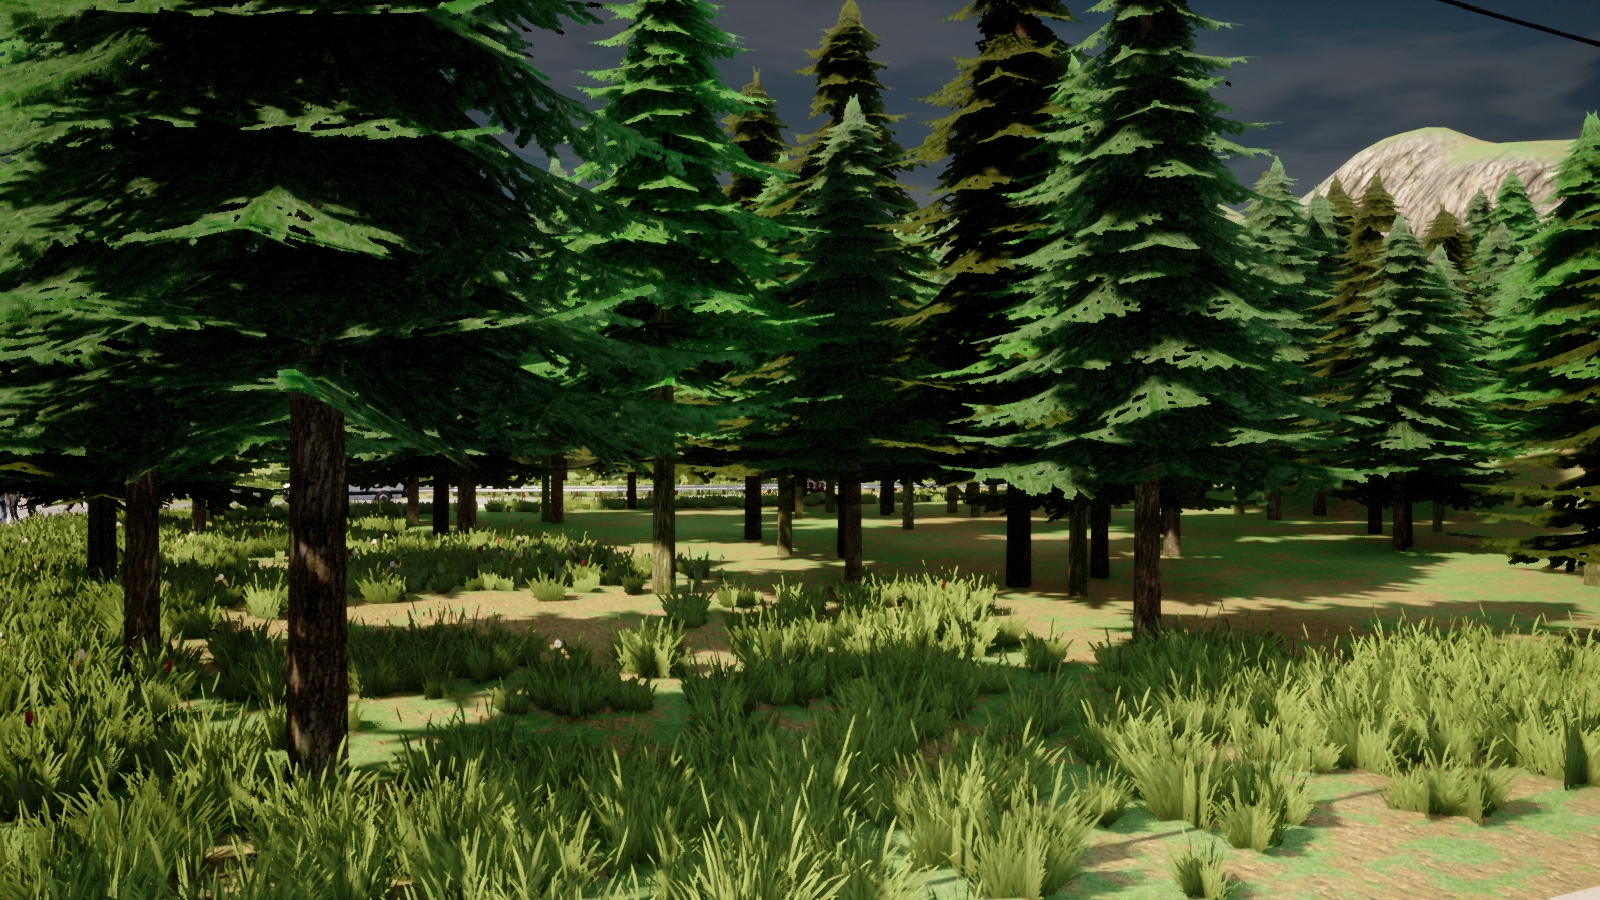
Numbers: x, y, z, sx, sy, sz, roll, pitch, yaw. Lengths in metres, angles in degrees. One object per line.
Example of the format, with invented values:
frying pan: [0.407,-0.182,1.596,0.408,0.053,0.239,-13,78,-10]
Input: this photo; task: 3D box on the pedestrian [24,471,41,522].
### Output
pedestrian: [-28.192,1.694,41.962,0.375,1.860,0.375,0,0,-3]

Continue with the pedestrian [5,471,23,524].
pedestrian: [-27.934,1.694,40.608,0.375,1.860,0.375,0,0,6]

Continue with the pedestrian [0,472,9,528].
pedestrian: [-27.023,1.694,38.653,0.375,1.860,0.375,0,0,-28]
